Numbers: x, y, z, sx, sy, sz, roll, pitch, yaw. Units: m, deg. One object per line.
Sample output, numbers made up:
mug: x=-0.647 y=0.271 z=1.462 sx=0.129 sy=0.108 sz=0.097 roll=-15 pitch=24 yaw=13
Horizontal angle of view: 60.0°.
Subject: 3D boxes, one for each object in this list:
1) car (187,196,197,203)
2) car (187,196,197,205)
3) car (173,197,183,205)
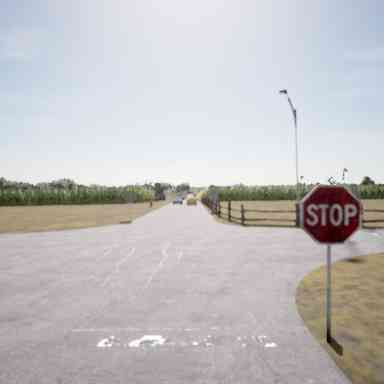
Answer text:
car: x=-0.038 y=1.602 z=71.635 sx=2.128 sy=1.511 sz=4.902 roll=0 pitch=-1 yaw=0
car: x=-0.032 y=1.650 z=61.212 sx=1.882 sy=1.535 sz=5.008 roll=0 pitch=0 yaw=0
car: x=-2.785 y=1.727 z=65.799 sx=1.812 sy=1.442 sz=4.674 roll=0 pitch=0 yaw=0
